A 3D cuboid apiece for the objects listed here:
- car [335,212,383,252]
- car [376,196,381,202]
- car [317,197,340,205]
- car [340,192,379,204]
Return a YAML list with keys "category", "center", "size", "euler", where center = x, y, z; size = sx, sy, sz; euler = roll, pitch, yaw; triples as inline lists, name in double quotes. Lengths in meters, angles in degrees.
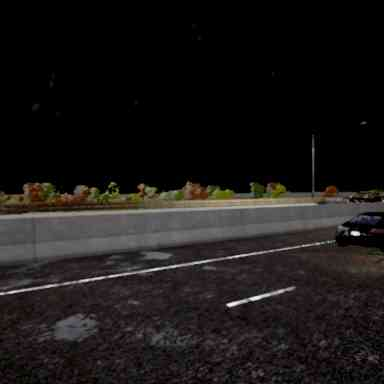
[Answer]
- category: "car"
  center: [7.712, 1.505, 13.534]
  size: [4.181, 1.385, 1.994]
  euler: [0, 0, -35]
- category: "car"
  center: [23.304, 1.429, 37.759]
  size: [4.718, 1.301, 1.895]
  euler: [0, 0, -35]
- category: "car"
  center: [18.324, 1.381, 42.800]
  size: [5.357, 1.411, 2.033]
  euler: [0, 0, -35]
- category: "car"
  center: [20.708, 1.056, 40.201]
  size: [5.566, 2.045, 2.150]
  euler: [0, 0, -35]
